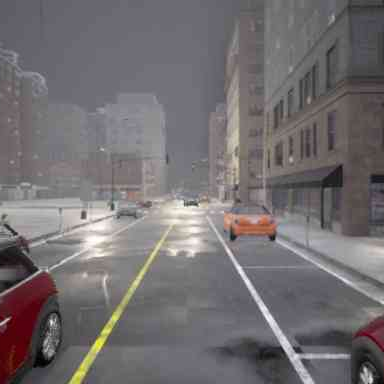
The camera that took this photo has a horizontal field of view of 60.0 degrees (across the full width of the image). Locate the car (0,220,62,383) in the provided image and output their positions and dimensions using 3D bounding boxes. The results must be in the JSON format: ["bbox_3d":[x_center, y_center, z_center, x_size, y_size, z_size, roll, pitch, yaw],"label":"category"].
[{"bbox_3d":[-2.851,1.350,2.718,2.097,1.767,4.553,0,0,0],"label":"car"}]

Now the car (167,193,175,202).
[{"bbox_3d":[-5.380,1.490,72.824,2.008,1.369,4.403,0,0,0],"label":"car"}]

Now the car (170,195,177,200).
[{"bbox_3d":[-5.378,1.505,95.472,1.802,1.307,4.206,0,0,0],"label":"car"}]

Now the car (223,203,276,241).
[{"bbox_3d":[2.751,1.336,16.837,2.097,1.767,4.553,0,0,0],"label":"car"}]

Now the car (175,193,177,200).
[{"bbox_3d":[-5.379,1.250,78.486,2.192,1.841,5.009,0,0,0],"label":"car"}]

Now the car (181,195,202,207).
[{"bbox_3d":[-0.143,1.558,49.106,1.895,1.301,4.718,0,0,-6],"label":"car"}]

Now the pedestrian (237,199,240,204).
[{"bbox_3d":[2.752,1.276,19.644,0.375,1.860,0.375,0,0,-8],"label":"pedestrian"}]

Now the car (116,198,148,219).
[{"bbox_3d":[-5.385,1.525,28.992,2.008,1.369,4.403,0,0,0],"label":"car"}]

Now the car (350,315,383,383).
[{"bbox_3d":[2.638,1.438,1.945,1.967,1.590,4.097,0,0,0],"label":"car"}]

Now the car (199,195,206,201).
[{"bbox_3d":[2.646,1.456,84.317,1.752,1.417,4.829,0,0,0],"label":"car"}]

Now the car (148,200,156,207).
[{"bbox_3d":[-7.436,1.461,42.912,4.674,1.442,1.812,0,-1,23],"label":"car"}]

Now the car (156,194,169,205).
[{"bbox_3d":[-5.382,1.478,55.668,1.752,1.417,4.829,0,0,0],"label":"car"}]

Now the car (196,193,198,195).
[{"bbox_3d":[2.645,1.254,72.823,2.192,1.841,5.009,0,0,0],"label":"car"}]

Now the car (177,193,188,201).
[{"bbox_3d":[-2.742,1.471,82.411,2.033,1.411,5.357,0,0,0],"label":"car"}]

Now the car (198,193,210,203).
[{"bbox_3d":[2.644,1.384,67.161,1.967,1.590,4.097,0,0,0],"label":"car"}]

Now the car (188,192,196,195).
[{"bbox_3d":[0.009,1.115,84.288,2.150,2.045,5.566,0,0,0],"label":"car"}]
